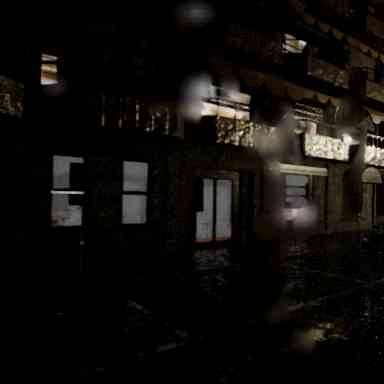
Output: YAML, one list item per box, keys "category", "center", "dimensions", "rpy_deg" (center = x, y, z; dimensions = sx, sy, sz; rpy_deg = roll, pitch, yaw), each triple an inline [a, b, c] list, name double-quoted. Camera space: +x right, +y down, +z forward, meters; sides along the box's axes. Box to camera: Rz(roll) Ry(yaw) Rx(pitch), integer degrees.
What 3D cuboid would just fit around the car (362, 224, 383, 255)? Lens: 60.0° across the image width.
- category: "car"
  center: [7.985, 1.621, 12.244]
  dimensions: [4.403, 1.369, 2.008]
  rpy_deg: [0, 1, -35]
